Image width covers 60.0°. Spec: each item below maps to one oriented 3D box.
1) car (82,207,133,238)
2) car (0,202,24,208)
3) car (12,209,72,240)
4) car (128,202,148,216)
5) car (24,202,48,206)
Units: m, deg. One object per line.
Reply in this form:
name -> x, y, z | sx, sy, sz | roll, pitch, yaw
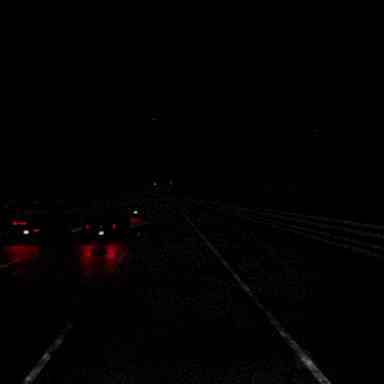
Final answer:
car -> -4.687, 1.776, 18.804 | 1.895, 1.301, 4.718 | -1, -1, -4
car -> -24.241, 2.154, 45.261 | 1.837, 1.490, 4.892 | -1, -1, -4
car -> -8.174, 1.712, 18.493 | 1.837, 1.490, 4.892 | -1, -1, -4
car -> -5.972, 1.866, 36.623 | 1.837, 1.490, 4.892 | -1, -1, -4
car -> -20.752, 2.129, 45.544 | 1.812, 1.442, 4.674 | -1, -1, -4
